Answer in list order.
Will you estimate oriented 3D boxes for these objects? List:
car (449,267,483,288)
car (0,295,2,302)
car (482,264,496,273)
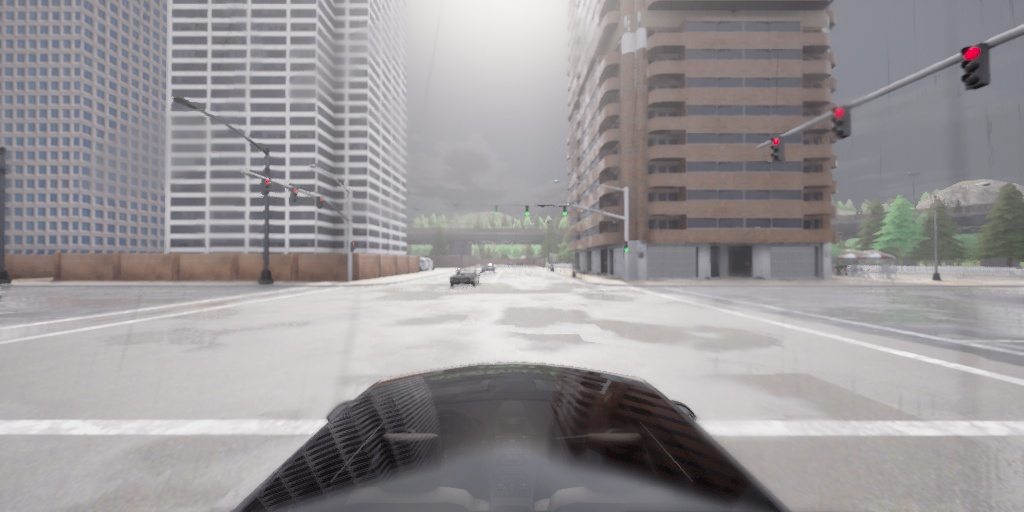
[{"bbox_3d":[-3.508,1.660,27.202,1.895,1.301,4.718,0,-1,0],"label":"car"},{"bbox_3d":[-23.368,1.421,14.135,4.674,1.442,1.812,0,-1,0],"label":"car"},{"bbox_3d":[-3.517,1.823,54.255,1.994,1.385,4.181,0,-1,0],"label":"car"}]
